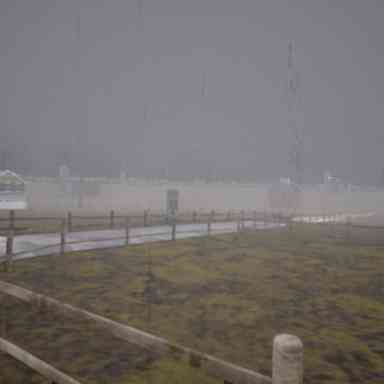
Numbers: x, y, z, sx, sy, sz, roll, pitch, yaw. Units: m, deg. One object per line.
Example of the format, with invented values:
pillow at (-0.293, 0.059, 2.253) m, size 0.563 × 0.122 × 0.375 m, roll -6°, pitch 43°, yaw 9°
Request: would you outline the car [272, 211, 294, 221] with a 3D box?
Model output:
car at (13.721, 3.610, 50.241) m, size 1.895 × 1.301 × 4.718 m, roll 1°, pitch -2°, yaw 35°
